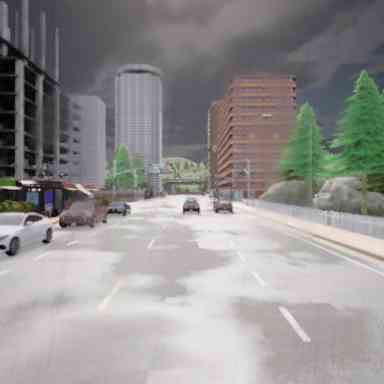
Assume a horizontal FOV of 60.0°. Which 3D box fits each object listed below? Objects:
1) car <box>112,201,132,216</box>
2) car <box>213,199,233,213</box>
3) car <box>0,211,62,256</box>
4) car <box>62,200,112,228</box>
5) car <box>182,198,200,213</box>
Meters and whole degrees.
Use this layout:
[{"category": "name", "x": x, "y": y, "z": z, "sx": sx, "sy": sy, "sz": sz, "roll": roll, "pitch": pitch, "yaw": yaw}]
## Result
[{"category": "car", "x": -7.124, "y": 1.577, "z": 32.227, "sx": 1.994, "sy": 1.385, "sz": 4.181, "roll": 0, "pitch": 0, "yaw": 0}, {"category": "car", "x": 3.435, "y": 1.537, "z": 36.532, "sx": 1.812, "sy": 1.442, "sz": 4.674, "roll": 0, "pitch": 0, "yaw": 0}, {"category": "car", "x": -7.121, "y": 1.532, "z": 13.293, "sx": 1.812, "sy": 1.442, "sz": 4.674, "roll": 0, "pitch": 0, "yaw": 0}, {"category": "car", "x": -7.131, "y": 1.362, "z": 22.301, "sx": 2.097, "sy": 1.767, "sz": 4.553, "roll": 0, "pitch": 0, "yaw": 0}, {"category": "car", "x": -0.063, "y": 1.613, "z": 36.385, "sx": 1.895, "sy": 1.301, "sz": 4.718, "roll": 0, "pitch": 0, "yaw": 0}]
